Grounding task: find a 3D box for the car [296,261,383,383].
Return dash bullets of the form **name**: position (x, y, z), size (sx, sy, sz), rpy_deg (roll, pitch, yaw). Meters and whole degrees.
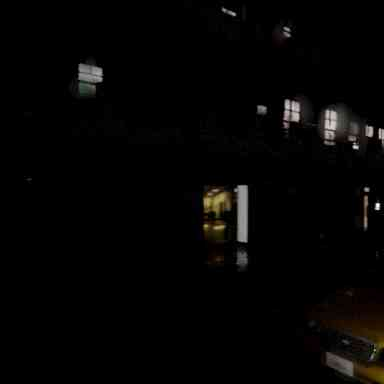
- **car**: position (3.544, 1.523, 4.952), size (4.829, 1.417, 1.752), rpy_deg (0, 0, -35)
